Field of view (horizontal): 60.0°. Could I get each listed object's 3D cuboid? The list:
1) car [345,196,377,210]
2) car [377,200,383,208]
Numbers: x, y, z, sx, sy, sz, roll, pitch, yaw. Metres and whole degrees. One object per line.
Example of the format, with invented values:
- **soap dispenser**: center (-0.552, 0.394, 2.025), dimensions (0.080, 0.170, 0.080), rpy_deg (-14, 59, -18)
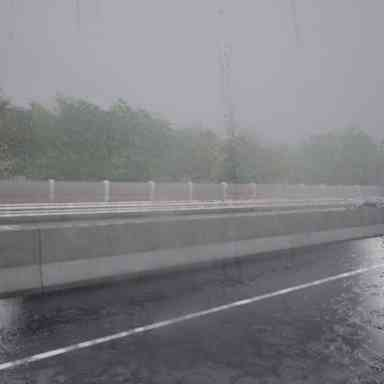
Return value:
- **car**: center (20.093, 1.267, 39.315), dimensions (4.553, 1.767, 2.097), rpy_deg (0, 0, -34)
- **car**: center (23.054, 1.480, 37.090), dimensions (4.181, 1.385, 1.994), rpy_deg (0, 0, -34)
